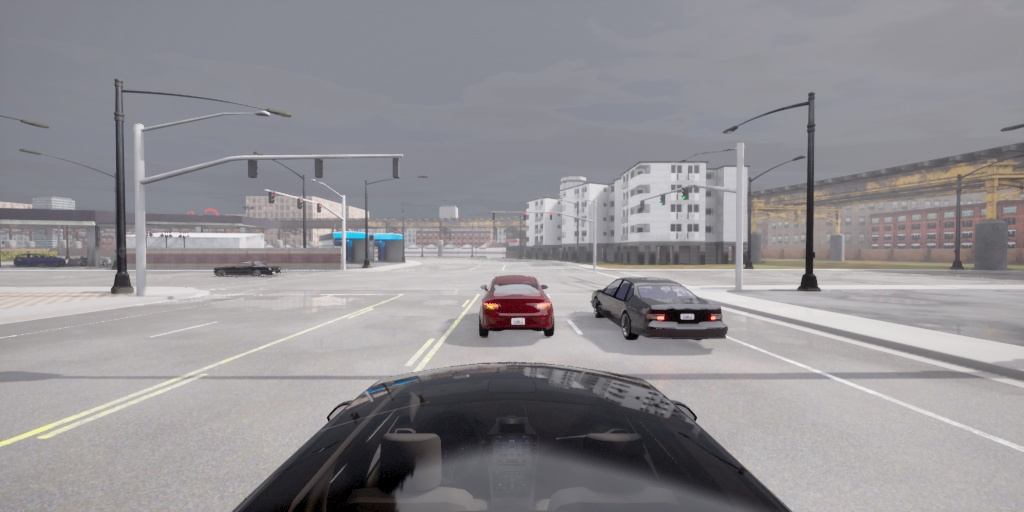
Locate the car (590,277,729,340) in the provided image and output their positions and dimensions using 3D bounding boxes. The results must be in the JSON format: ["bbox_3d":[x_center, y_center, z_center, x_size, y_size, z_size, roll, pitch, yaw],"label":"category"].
[{"bbox_3d":[3.588,1.282,9.852,2.033,1.411,5.357,0,0,0],"label":"car"}]

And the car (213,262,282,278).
[{"bbox_3d":[-22.526,1.130,30.562,4.718,1.301,1.895,0,1,-1],"label":"car"}]

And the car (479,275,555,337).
[{"bbox_3d":[0.077,1.256,10.139,1.812,1.442,4.674,0,0,-1],"label":"car"}]
